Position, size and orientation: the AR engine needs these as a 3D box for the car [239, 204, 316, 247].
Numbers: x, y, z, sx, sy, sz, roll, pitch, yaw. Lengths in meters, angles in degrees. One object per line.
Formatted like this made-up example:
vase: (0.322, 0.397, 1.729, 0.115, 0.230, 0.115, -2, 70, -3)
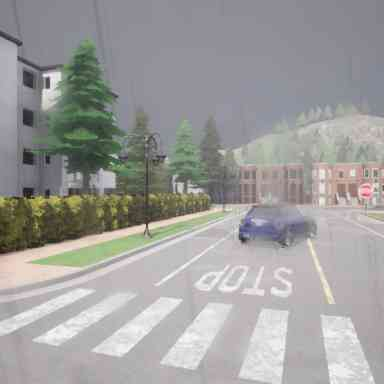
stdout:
car: (4.025, 1.311, 15.188, 2.097, 1.767, 4.553, 1, 1, 37)
